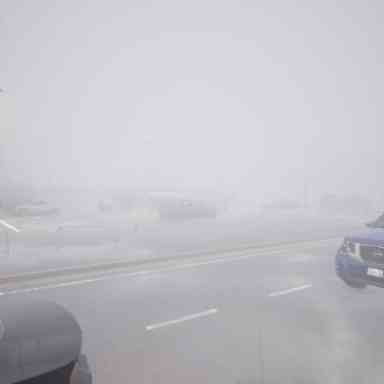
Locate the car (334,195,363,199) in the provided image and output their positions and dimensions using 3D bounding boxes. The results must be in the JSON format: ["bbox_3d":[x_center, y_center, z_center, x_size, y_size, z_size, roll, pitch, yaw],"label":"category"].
[{"bbox_3d":[19.237,1.254,39.147,4.605,1.855,1.932,0,0,-35],"label":"car"}]

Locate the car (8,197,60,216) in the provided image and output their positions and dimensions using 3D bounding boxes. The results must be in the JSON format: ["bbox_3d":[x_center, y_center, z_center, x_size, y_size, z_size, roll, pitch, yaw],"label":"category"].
[{"bbox_3d":[-13.870,1.412,29.637,3.806,1.475,1.970,0,0,-35],"label":"car"}]

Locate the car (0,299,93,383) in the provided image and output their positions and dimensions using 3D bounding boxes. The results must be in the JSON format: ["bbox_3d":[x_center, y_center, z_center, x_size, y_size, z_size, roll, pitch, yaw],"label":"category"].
[{"bbox_3d":[-3.117,1.474,1.759,5.008,1.535,1.882,0,0,-35],"label":"car"}]

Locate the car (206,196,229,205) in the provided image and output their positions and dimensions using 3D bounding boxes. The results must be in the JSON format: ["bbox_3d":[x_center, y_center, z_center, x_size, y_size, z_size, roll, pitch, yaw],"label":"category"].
[{"bbox_3d":[4.575,1.497,59.904,3.806,1.475,1.970,0,0,-35],"label":"car"}]

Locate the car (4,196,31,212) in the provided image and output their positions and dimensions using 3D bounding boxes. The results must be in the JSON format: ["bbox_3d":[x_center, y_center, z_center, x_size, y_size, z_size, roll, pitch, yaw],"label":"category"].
[{"bbox_3d":[-15.542,1.380,32.001,3.905,1.438,1.784,0,0,-35],"label":"car"}]

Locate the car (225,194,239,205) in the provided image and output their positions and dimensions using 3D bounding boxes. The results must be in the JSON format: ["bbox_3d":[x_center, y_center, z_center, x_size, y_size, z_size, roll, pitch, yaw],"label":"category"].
[{"bbox_3d":[6.240,1.258,57.535,3.866,1.878,1.905,0,0,-35],"label":"car"}]

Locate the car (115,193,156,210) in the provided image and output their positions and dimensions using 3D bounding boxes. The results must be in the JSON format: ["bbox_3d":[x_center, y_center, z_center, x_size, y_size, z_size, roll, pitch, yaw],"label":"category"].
[{"bbox_3d":[-8.048,1.209,47.395,4.605,1.855,1.932,0,0,-35],"label":"car"}]

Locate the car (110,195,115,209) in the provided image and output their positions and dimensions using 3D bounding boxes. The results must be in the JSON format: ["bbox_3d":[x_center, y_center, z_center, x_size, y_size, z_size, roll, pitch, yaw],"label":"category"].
[{"bbox_3d":[-9.670,1.420,49.796,3.905,1.438,1.784,0,0,-35],"label":"car"}]

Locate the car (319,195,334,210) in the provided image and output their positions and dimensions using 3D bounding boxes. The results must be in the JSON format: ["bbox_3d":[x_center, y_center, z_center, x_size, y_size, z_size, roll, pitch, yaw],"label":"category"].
[{"bbox_3d":[17.609,1.257,41.541,3.866,1.878,1.905,0,0,-35],"label":"car"}]

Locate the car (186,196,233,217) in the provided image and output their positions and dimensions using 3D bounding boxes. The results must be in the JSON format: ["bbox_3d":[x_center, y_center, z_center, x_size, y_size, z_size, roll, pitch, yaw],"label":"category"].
[{"bbox_3d":[1.789,1.451,33.656,3.806,1.475,1.970,0,0,-35],"label":"car"}]

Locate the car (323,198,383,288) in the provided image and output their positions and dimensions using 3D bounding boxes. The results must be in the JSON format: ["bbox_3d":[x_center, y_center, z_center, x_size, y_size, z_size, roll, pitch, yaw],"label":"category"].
[{"bbox_3d":[5.881,1.246,8.175,5.566,2.045,2.150,0,0,-35],"label":"car"}]

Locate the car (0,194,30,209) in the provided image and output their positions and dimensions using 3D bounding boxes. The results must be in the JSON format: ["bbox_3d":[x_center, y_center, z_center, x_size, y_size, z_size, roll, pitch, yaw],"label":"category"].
[{"bbox_3d":[-17.133,1.170,34.162,4.605,1.855,1.932,0,0,-35],"label":"car"}]
